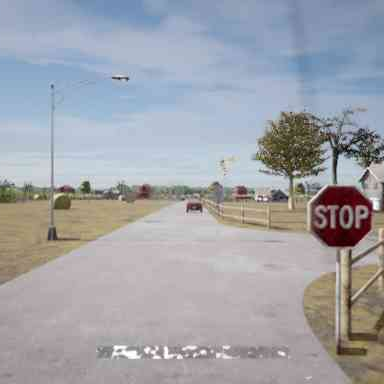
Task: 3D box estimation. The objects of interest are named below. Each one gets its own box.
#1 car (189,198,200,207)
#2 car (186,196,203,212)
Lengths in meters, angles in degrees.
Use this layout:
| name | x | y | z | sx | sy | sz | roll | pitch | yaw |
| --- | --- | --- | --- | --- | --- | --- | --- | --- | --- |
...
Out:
| name | x | y | z | sx | sy | sz | roll | pitch | yaw |
| --- | --- | --- | --- | --- | --- | --- | --- | --- | --- |
| car | 0.396 | 1.875 | 59.248 | 1.837 | 1.490 | 4.892 | 0 | -1 | 0 |
| car | 0.305 | 1.673 | 41.680 | 1.882 | 1.535 | 5.008 | 0 | 0 | 0 |
